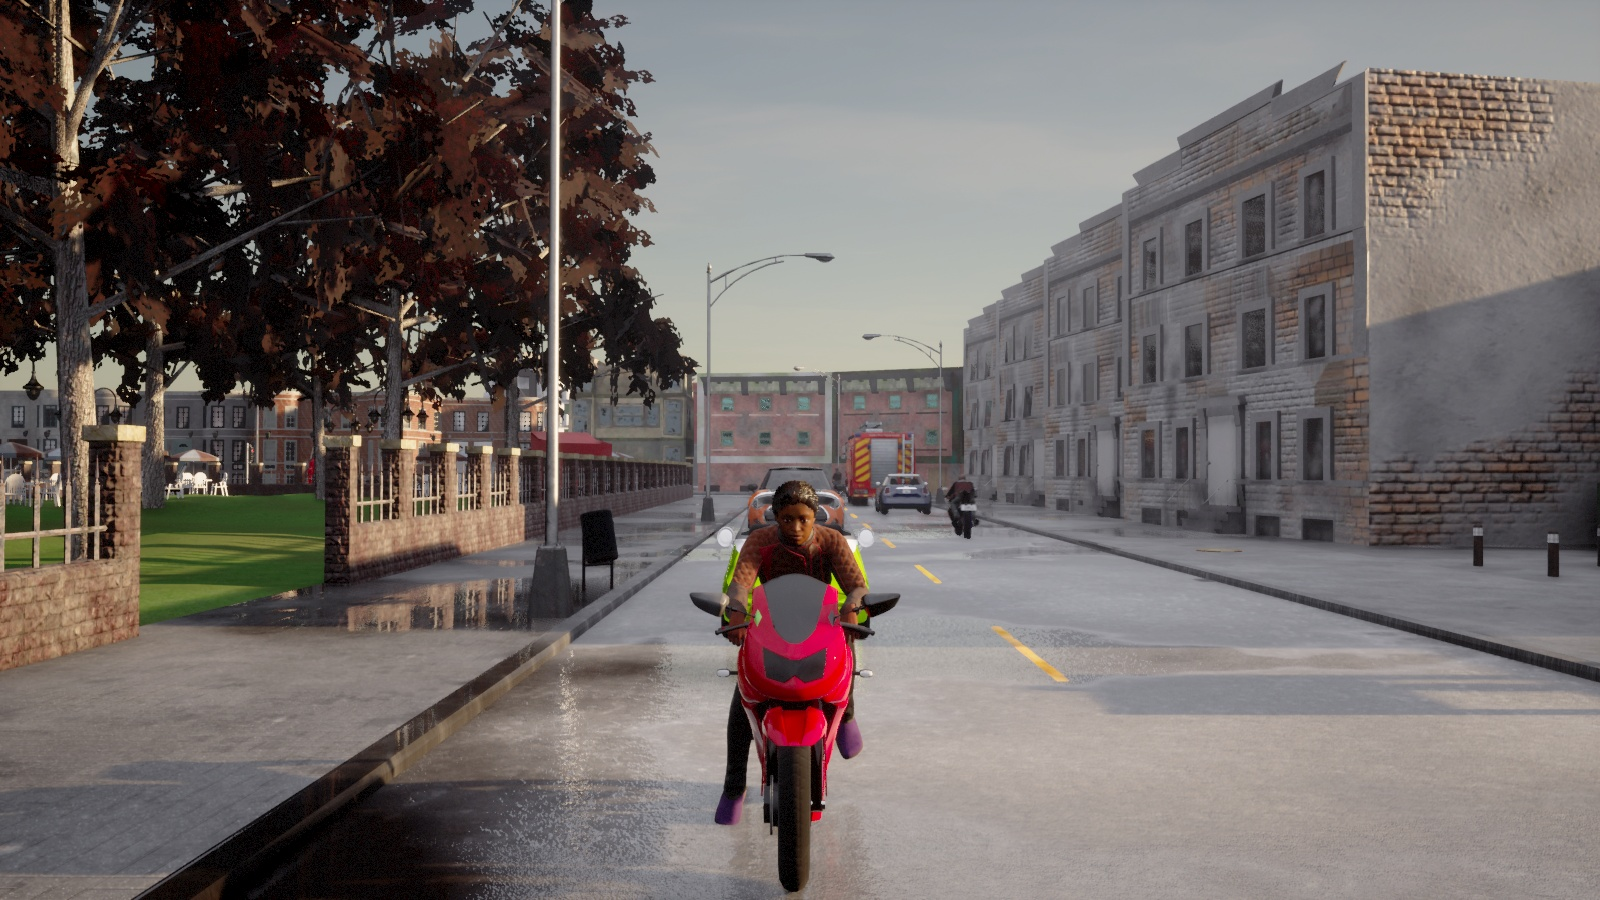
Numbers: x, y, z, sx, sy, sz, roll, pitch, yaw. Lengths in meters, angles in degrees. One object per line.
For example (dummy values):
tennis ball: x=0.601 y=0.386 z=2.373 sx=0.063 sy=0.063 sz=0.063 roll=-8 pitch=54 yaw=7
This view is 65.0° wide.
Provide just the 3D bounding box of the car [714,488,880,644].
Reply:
car: x=-0.032 y=1.077 z=12.395 sx=1.481 sy=1.376 sz=2.207 roll=0 pitch=-1 yaw=0

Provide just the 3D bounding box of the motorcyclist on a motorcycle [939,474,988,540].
motorcyclist on a motorcycle: x=3.912 y=1.341 z=30.245 sx=0.866 sy=1.530 sz=2.191 roll=0 pitch=-1 yaw=0

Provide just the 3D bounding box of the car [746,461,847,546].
car: x=-0.082 y=1.150 z=28.456 sx=2.097 sy=1.767 sz=4.553 roll=0 pitch=-1 yaw=0

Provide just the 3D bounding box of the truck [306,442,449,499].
truck: x=-26.326 y=1.253 z=78.481 sx=7.936 sy=3.462 sz=2.891 roll=0 pitch=-1 yaw=0

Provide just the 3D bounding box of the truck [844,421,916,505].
truck: x=3.786 y=0.660 z=61.215 sx=2.891 sy=3.827 sz=8.468 roll=0 pitch=-1 yaw=0

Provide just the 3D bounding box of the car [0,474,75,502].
car: x=-44.518 y=2.150 z=72.292 sx=2.007 sy=1.525 sz=4.514 roll=-1 pitch=-1 yaw=22

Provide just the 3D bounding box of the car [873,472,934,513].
car: x=3.845 y=1.556 z=47.249 sx=1.970 sy=1.475 sz=3.806 roll=0 pitch=-1 yaw=0

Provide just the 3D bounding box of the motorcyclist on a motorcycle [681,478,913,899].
motorcyclist on a motorcycle: x=-0.014 y=0.887 z=5.366 sx=0.797 sy=1.523 sz=2.044 roll=0 pitch=-1 yaw=0
